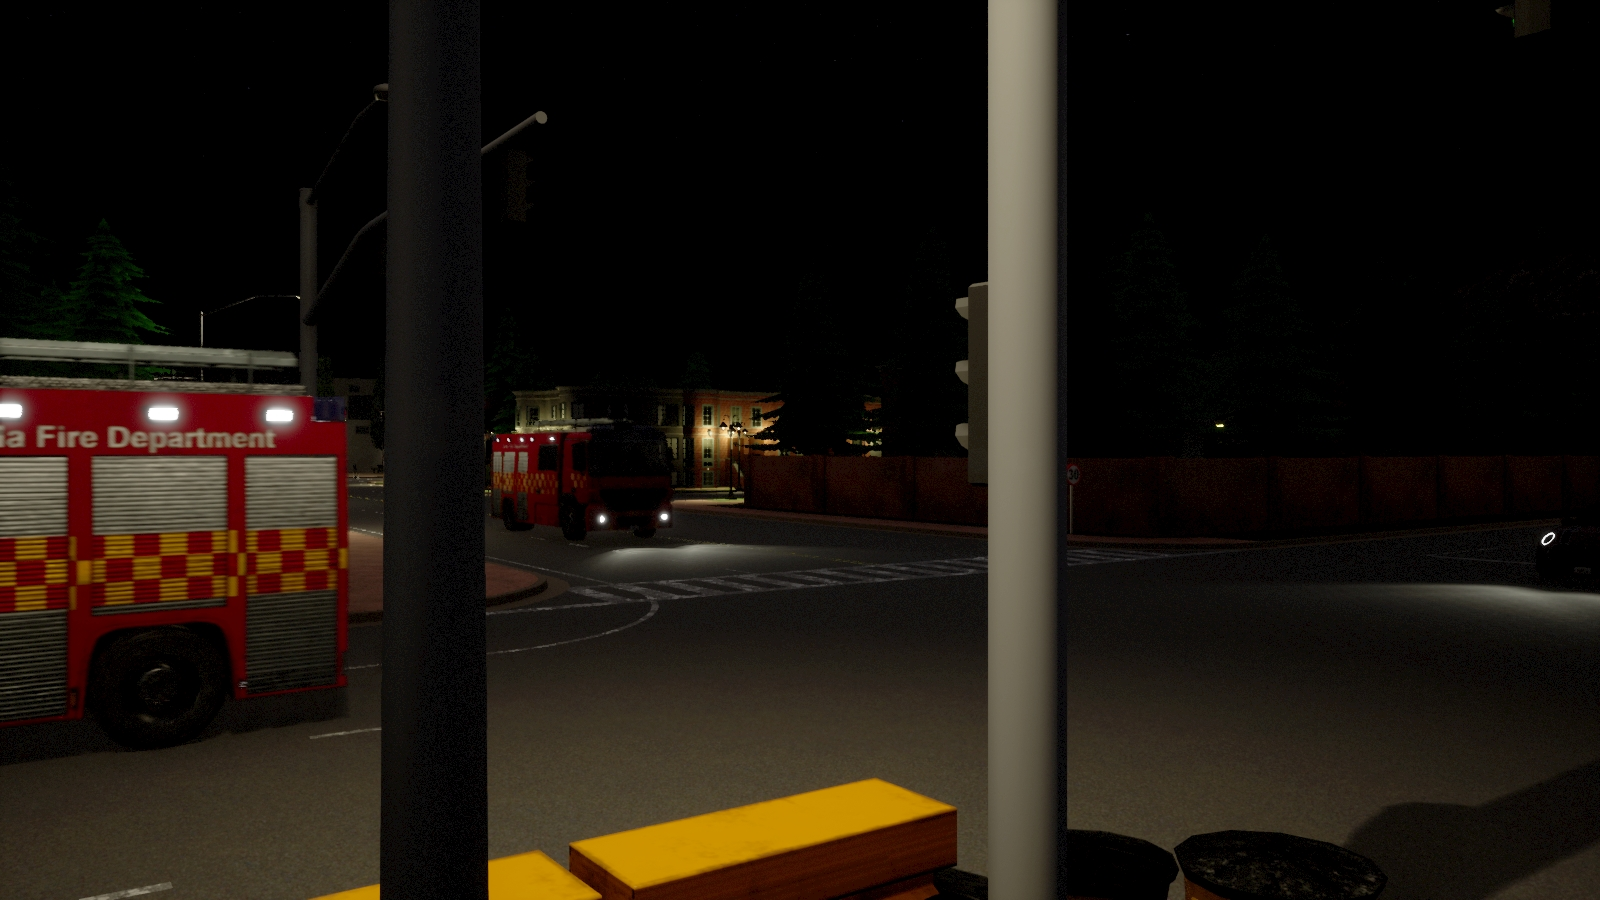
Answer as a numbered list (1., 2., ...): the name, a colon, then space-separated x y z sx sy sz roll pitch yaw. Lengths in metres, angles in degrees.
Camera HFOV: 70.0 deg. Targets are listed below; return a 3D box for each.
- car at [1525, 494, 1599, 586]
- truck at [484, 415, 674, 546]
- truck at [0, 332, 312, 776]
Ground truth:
1. car: 18.010 1.906 24.946 4.553 1.767 2.097 0 0 -35
2. truck: -7.495 0.890 37.630 2.891 3.827 8.468 0 0 -35
3. truck: -9.111 0.891 9.964 8.468 3.827 2.891 0 0 -37
